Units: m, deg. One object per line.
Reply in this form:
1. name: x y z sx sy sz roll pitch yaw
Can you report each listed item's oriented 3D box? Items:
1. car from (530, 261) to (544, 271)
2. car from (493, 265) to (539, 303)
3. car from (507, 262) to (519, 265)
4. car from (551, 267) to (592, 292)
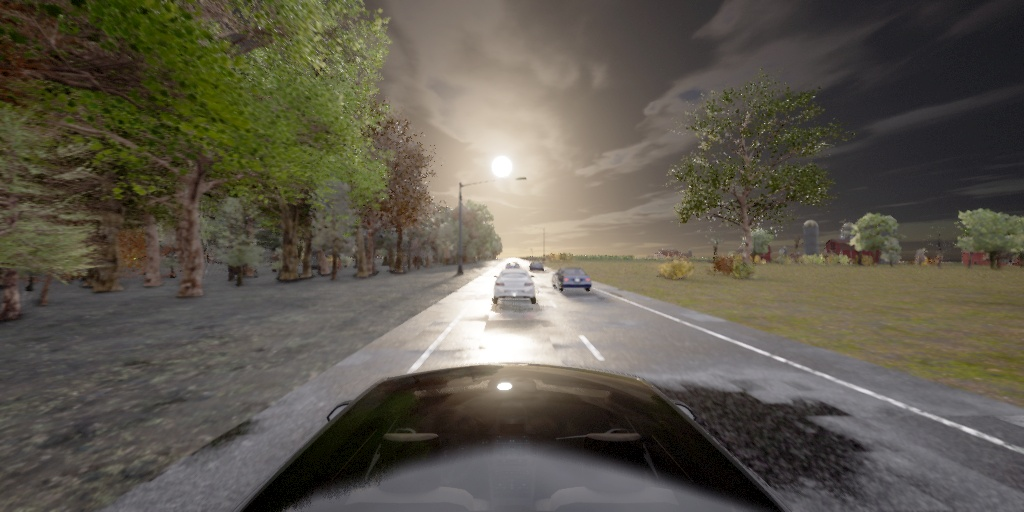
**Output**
1. car: 3.590 1.480 53.235 1.994 1.385 4.181 0 0 0
2. car: 0.097 1.330 16.949 1.812 1.442 4.674 0 0 0
3. car: 0.091 1.435 43.352 2.033 1.411 5.357 0 0 0
4. car: 3.586 1.371 22.201 2.033 1.411 5.357 0 0 0
